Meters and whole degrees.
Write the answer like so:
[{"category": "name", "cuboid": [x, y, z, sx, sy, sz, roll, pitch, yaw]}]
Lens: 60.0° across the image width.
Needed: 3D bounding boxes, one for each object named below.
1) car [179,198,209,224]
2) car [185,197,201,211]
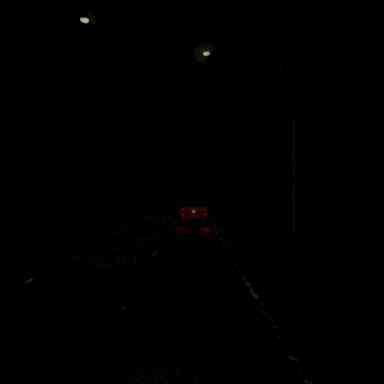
[{"category": "car", "cuboid": [0.107, 1.364, 24.993, 2.097, 1.767, 4.553, 0, 0, 0]}, {"category": "car", "cuboid": [0.116, 1.496, 42.910, 1.882, 1.535, 5.008, 0, 0, 0]}]
